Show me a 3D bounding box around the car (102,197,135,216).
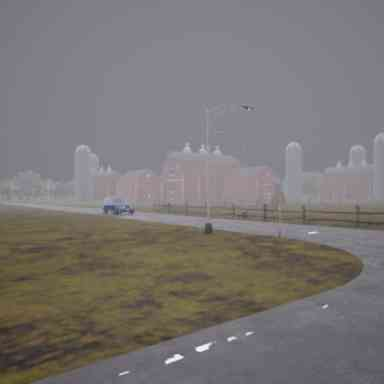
[{"bbox_3d":[-8.621,1.630,38.674,2.150,2.045,5.566,0,-1,-35],"label":"car"}]
